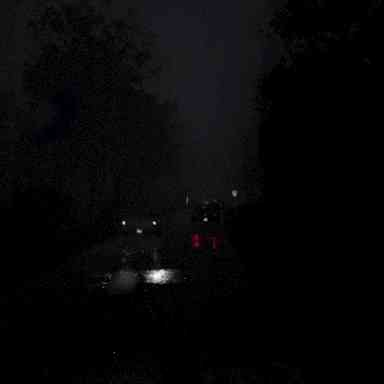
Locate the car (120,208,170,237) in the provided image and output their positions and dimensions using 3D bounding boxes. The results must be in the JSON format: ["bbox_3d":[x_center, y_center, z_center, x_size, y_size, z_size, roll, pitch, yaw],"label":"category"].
[{"bbox_3d":[-2.345,1.518,17.649,1.895,1.301,4.718,0,0,3],"label":"car"}]

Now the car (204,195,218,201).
[{"bbox_3d":[3.582,1.510,59.619,2.150,2.045,5.566,1,-1,13],"label":"car"}]

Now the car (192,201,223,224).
[{"bbox_3d":[1.063,1.532,23.968,1.895,1.301,4.718,0,0,4],"label":"car"}]

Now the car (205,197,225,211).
[{"bbox_3d":[3.167,1.657,41.815,1.895,1.301,4.718,0,-1,8],"label":"car"}]
